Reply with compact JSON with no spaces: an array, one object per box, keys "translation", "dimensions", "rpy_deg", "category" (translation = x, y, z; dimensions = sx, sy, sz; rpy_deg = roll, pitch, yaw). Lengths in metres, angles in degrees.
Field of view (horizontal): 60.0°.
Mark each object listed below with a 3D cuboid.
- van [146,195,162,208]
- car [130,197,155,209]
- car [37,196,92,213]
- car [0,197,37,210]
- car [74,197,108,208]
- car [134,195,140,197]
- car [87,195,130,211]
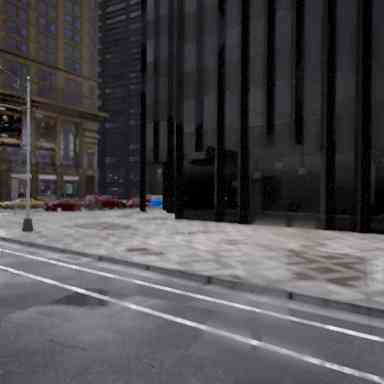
[{"translation":[-4.146,1.416,46.710],"dimensions":[1.690,1.788,3.998],"rpy_deg":[0,-1,36],"category":"van"},{"translation":[-7.111,1.589,42.572],"dimensions":[1.802,1.307,4.206],"rpy_deg":[0,-1,36],"category":"car"},{"translation":[-13.038,1.413,34.303],"dimensions":[1.887,1.381,4.507],"rpy_deg":[0,-1,36],"category":"car"},{"translation":[-20.066,1.302,39.135],"dimensions":[1.752,1.417,4.829],"rpy_deg":[0,-1,36],"category":"car"},{"translation":[-14.284,1.463,47.222],"dimensions":[2.008,1.369,4.403],"rpy_deg":[0,-1,36],"category":"car"},{"translation":[-8.599,1.359,55.173],"dimensions":[2.192,1.841,5.009],"rpy_deg":[0,-1,36],"category":"car"},{"translation":[-10.073,1.253,38.441],"dimensions":[2.192,1.841,5.009],"rpy_deg":[0,-1,36],"category":"car"}]
